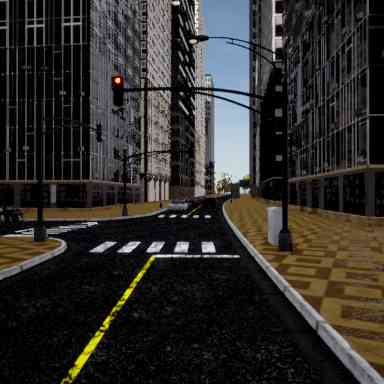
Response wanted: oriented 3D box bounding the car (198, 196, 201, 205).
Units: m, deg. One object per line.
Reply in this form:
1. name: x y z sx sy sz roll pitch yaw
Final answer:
1. car: 0.320 1.489 56.553 2.033 1.411 5.357 0 0 7

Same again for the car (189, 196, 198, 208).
1. car: -0.787 1.452 46.179 2.128 1.511 4.902 0 0 5

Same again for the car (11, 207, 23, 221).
1. car: -16.497 1.854 28.020 4.403 1.369 2.008 -1 1 10

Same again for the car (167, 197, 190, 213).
1. car: -1.597 1.576 36.867 1.895 1.301 4.718 0 0 4

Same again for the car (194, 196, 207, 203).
1. car: 1.747 1.463 67.377 2.033 1.411 5.357 0 0 8

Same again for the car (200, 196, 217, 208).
1. car: 2.613 1.460 48.187 1.837 1.490 4.892 0 0 6

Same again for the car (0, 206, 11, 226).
1. car: -14.893 1.734 21.873 4.892 1.490 1.837 -1 0 10
